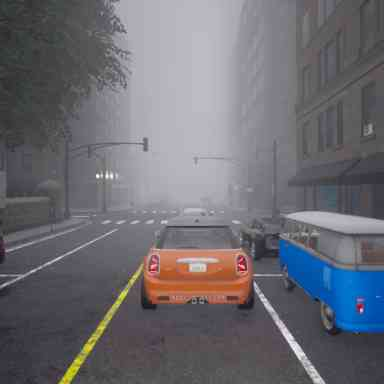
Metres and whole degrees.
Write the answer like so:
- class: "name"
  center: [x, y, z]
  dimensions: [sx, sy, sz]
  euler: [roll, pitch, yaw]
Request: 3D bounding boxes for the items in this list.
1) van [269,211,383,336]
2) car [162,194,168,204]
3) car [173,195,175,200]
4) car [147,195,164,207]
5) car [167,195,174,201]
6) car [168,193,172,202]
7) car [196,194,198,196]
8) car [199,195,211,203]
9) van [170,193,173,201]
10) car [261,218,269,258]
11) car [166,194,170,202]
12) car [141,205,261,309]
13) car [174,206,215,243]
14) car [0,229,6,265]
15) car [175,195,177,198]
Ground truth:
- class: "van"
  center: [2.855, 1.340, 6.443]
  dimensions: [1.690, 1.788, 3.998]
  euler: [0, 0, 0]
- class: "car"
  center: [-5.681, 1.521, 55.541]
  dimensions: [2.008, 1.369, 4.403]
  euler: [0, 0, 0]
- class: "car"
  center: [-5.686, 1.522, 77.344]
  dimensions: [2.008, 1.369, 4.403]
  euler: [0, 0, 0]
- class: "car"
  center: [-5.680, 1.498, 49.920]
  dimensions: [1.752, 1.417, 4.829]
  euler: [0, 0, 0]
- class: "car"
  center: [-5.689, 1.502, 88.076]
  dimensions: [1.752, 1.417, 4.829]
  euler: [0, 0, 0]
- class: "car"
  center: [-5.684, 1.514, 66.443]
  dimensions: [1.887, 1.381, 4.507]
  euler: [0, 0, 0]
- class: "car"
  center: [2.835, 1.506, 93.893]
  dimensions: [1.752, 1.417, 4.829]
  euler: [0, 0, 0]
- class: "car"
  center: [2.841, 1.409, 66.480]
  dimensions: [1.967, 1.590, 4.097]
  euler: [0, 0, 0]
- class: "van"
  center: [-5.686, 1.311, 71.893]
  dimensions: [1.690, 1.788, 3.998]
  euler: [0, 0, 0]
- class: "car"
  center: [2.854, 1.563, 12.104]
  dimensions: [1.947, 1.339, 4.313]
  euler: [0, 0, 0]
- class: "car"
  center: [-5.683, 1.514, 60.992]
  dimensions: [1.887, 1.381, 4.507]
  euler: [0, 0, 0]
- class: "car"
  center: [0.100, 1.351, 7.997]
  dimensions: [2.097, 1.767, 4.553]
  euler: [0, 0, 0]
- class: "car"
  center: [0.098, 1.520, 16.997]
  dimensions: [1.812, 1.442, 4.674]
  euler: [0, 0, 0]
- class: "car"
  center: [-5.670, 1.314, 6.401]
  dimensions: [2.192, 1.841, 5.009]
  euler: [0, 0, 0]
- class: "car"
  center: [-5.688, 1.289, 82.795]
  dimensions: [2.192, 1.841, 5.009]
  euler: [0, 0, 0]
